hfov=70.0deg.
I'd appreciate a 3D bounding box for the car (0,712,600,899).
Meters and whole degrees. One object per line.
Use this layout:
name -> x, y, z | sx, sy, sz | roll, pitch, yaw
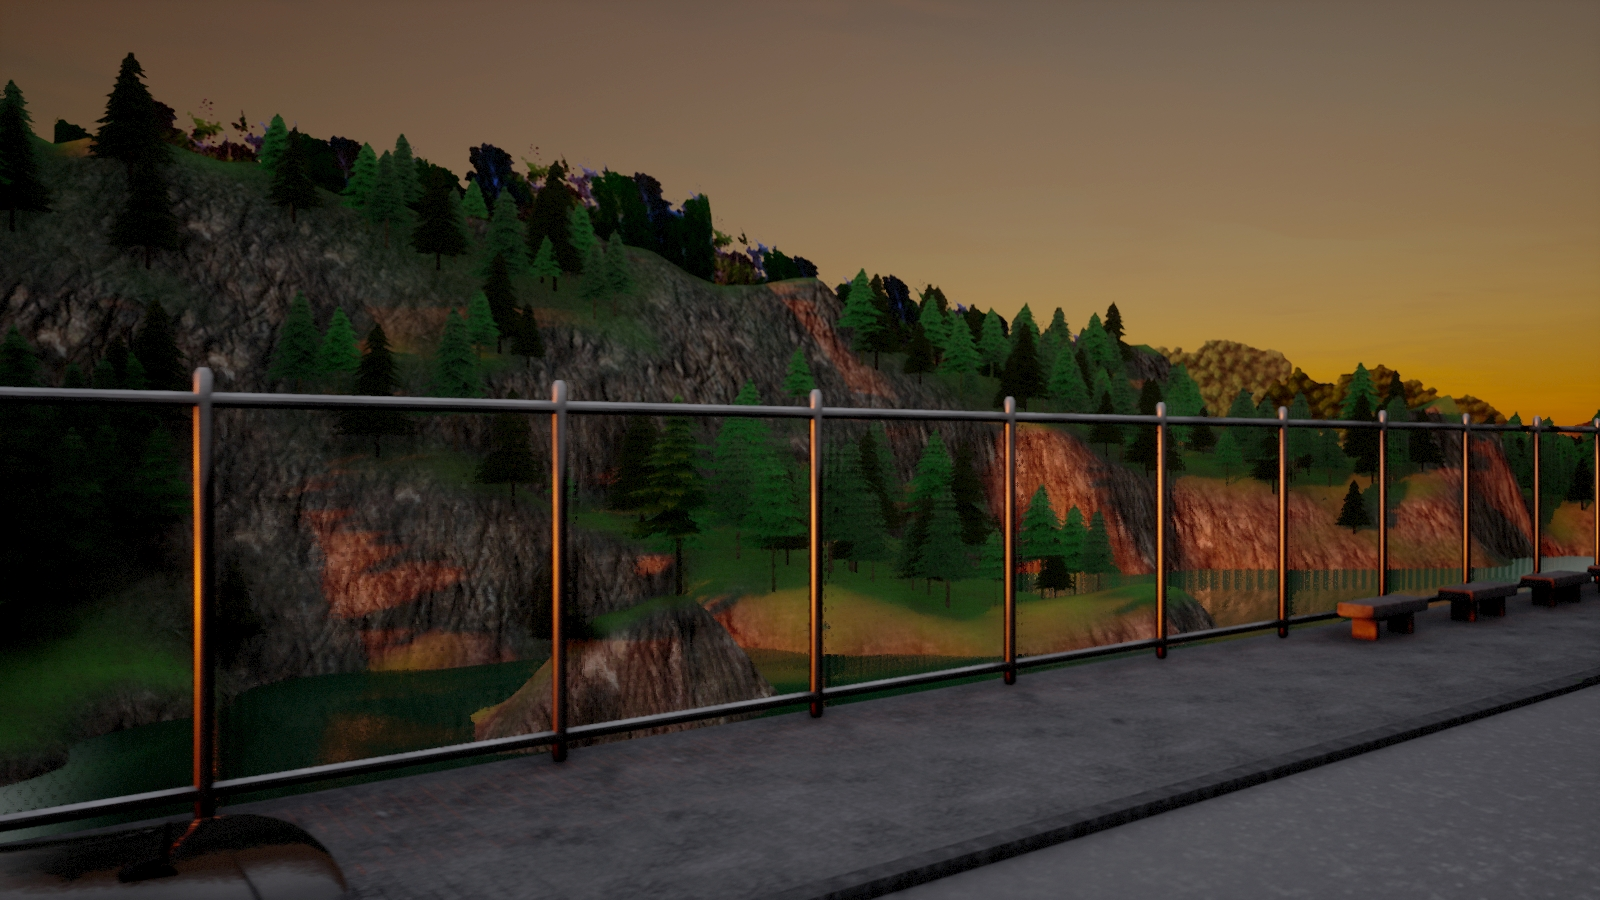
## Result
car -> -2.939, 1.905, 2.269 | 4.553, 1.767, 2.097 | 0, 0, -36
